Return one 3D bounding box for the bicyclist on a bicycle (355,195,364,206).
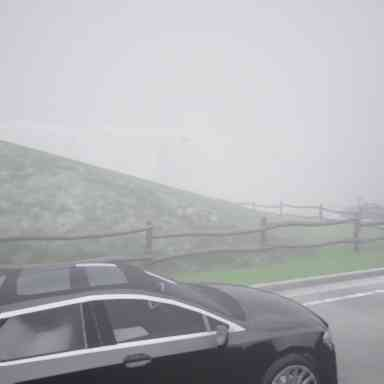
[{"bbox_3d":[22.392,1.288,43.951,1.656,1.620,0.582,0,0,-44],"label":"bicyclist on a bicycle"}]

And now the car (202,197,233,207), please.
[{"bbox_3d":[3.963,1.471,52.539,5.008,1.535,1.882,-1,-1,28],"label":"car"}]

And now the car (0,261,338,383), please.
[{"bbox_3d":[-0.798,1.492,3.257,4.902,1.511,2.128,0,0,-24],"label":"car"}]

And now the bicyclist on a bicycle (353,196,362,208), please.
[{"bbox_3d":[22.080,1.289,44.269,1.656,1.620,0.582,0,0,-45],"label":"bicyclist on a bicycle"}]

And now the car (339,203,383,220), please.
[{"bbox_3d":[14.028,1.556,26.499,1.994,1.385,4.181,0,0,-41],"label":"car"}]
